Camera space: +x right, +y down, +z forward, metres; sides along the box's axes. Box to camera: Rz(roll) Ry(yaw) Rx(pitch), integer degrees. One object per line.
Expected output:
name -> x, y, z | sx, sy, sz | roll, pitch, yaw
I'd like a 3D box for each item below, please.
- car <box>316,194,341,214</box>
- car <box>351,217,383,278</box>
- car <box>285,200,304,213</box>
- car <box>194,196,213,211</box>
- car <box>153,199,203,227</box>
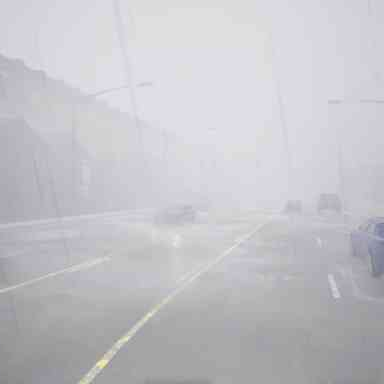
car -> 14.512, 1.202, 35.407 | 2.150, 2.045, 5.566 | 0, 0, 18
car -> 6.022, 1.472, 9.878 | 1.882, 1.535, 5.008 | 0, 0, 18
car -> 11.114, 1.527, 36.290 | 2.033, 1.411, 5.357 | 0, 0, 18
car -> 1.013, 1.328, 39.687 | 2.097, 1.767, 4.553 | 0, 0, 19
car -> -1.026, 1.492, 22.674 | 1.837, 1.490, 4.892 | 0, 0, 19
